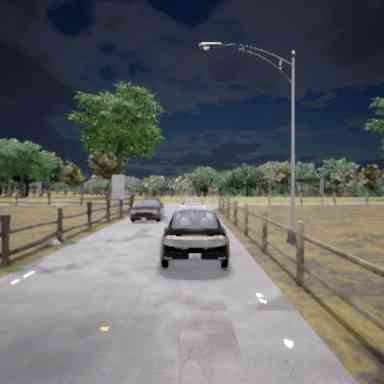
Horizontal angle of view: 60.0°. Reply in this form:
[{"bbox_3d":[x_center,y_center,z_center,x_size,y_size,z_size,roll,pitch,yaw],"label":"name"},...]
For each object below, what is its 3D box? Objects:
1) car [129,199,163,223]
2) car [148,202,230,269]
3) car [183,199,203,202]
[{"bbox_3d":[-2.803,1.154,22.039,2.033,1.411,5.357,0,1,0],"label":"car"},{"bbox_3d":[0.077,1.284,10.405,2.128,1.511,4.902,0,1,0],"label":"car"},{"bbox_3d":[0.084,1.164,25.104,1.895,1.301,4.718,0,1,0],"label":"car"}]
